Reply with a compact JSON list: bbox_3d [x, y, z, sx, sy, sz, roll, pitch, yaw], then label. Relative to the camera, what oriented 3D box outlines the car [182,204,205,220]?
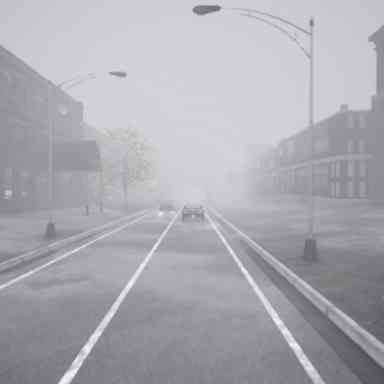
[{"bbox_3d":[0.088,1.668,29.064,1.895,1.301,4.718,0,0,0],"label":"car"}]

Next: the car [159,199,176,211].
[{"bbox_3d":[-3.101,1.606,42.787,1.882,1.535,5.008,0,0,0],"label":"car"}]
